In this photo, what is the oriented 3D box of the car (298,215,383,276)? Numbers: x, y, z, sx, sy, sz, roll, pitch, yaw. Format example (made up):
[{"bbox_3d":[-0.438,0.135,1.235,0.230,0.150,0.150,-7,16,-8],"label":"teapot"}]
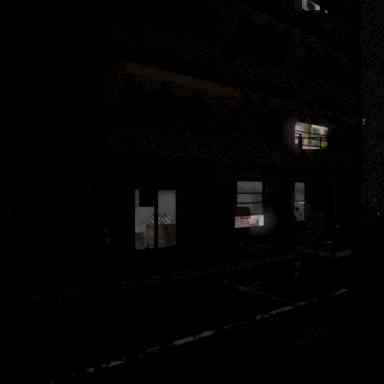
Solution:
[{"bbox_3d":[5.071,1.582,10.257,4.206,1.307,1.802,0,0,-36],"label":"car"}]

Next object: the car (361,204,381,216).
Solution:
[{"bbox_3d":[16.065,1.803,33.189,2.128,1.511,4.902,0,-1,-36],"label":"car"}]
